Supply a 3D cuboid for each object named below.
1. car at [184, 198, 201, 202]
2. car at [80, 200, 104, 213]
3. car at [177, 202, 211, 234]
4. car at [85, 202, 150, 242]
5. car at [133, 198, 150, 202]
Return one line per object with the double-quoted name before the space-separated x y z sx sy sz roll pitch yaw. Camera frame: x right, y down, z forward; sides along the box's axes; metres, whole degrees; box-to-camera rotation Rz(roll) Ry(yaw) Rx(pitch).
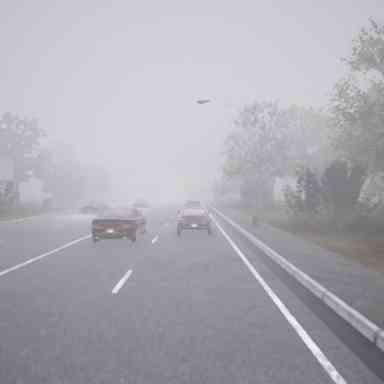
"car" 0.112 1.484 40.349 2.128 1.511 4.902 0 0 0
"car" -10.584 1.594 36.223 1.895 1.301 4.718 0 0 0
"car" 0.108 1.522 19.174 1.812 1.442 4.674 0 0 0
"car" -3.407 1.475 16.316 1.882 1.535 5.008 0 0 0
"car" -7.062 1.539 46.962 2.033 1.411 5.357 0 0 0
